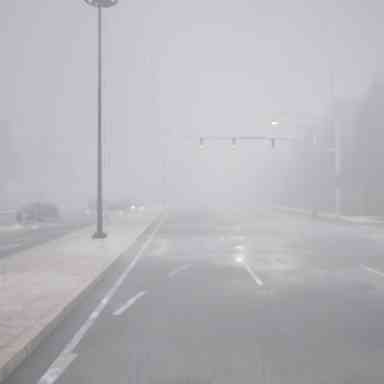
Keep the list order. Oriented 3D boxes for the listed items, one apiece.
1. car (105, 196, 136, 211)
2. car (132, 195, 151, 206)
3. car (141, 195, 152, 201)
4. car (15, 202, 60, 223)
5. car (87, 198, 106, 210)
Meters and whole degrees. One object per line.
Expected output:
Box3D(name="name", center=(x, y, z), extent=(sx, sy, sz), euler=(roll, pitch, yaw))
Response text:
Box3D(name="car", center=(-8.838, 1.597, 41.566), extent=(2.033, 1.411, 5.357), euler=(0, 0, 1))
Box3D(name="car", center=(-8.655, 1.664, 55.654), extent=(1.895, 1.301, 4.718), euler=(0, 0, 1))
Box3D(name="car", center=(-11.805, 1.610, 86.518), extent=(2.033, 1.411, 5.357), euler=(0, 0, 1))
Box3D(name="car", center=(-12.092, 1.531, 26.323), extent=(2.128, 1.511, 4.902), euler=(0, 0, -1))
Box3D(name="car", center=(-12.323, 1.534, 44.146), extent=(1.882, 1.535, 5.008), euler=(0, 0, 1))
